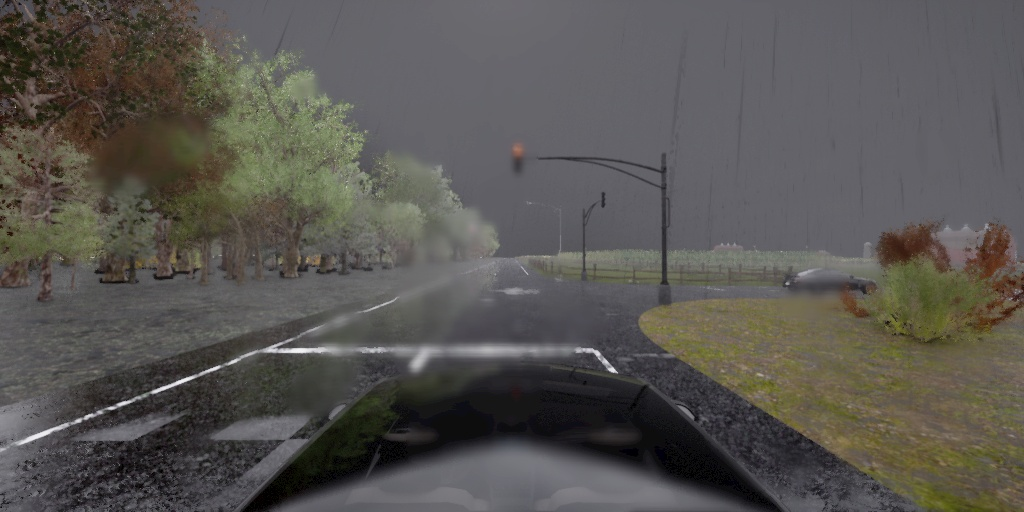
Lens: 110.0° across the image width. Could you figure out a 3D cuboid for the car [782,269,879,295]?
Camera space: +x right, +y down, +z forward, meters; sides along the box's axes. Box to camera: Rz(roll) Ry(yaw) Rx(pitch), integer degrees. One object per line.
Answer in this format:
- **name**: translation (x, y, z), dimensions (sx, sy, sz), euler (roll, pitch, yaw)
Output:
- **car**: translation (18.301, 1.458, 20.740), dimensions (4.674, 1.442, 1.812), euler (1, -1, 0)
